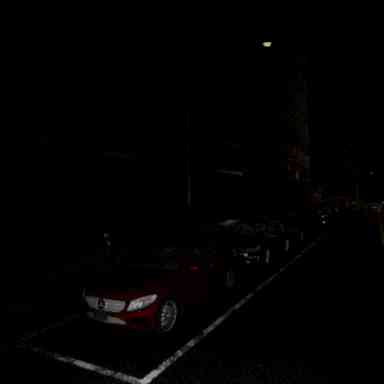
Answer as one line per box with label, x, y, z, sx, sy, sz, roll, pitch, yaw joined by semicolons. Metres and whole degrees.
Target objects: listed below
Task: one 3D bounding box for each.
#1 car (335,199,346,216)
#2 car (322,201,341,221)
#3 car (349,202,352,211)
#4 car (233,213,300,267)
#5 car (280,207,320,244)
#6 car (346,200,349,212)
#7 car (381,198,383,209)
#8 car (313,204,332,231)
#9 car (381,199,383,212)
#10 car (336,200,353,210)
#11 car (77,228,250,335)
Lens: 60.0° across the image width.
car;12.922;1.583;31.149;1.967;1.590;4.097;-1;-1;29
car;10.257;1.682;26.316;2.008;1.369;4.403;-1;-1;29
car;18.256;1.610;40.812;1.967;1.590;4.097;-1;-1;29
car;2.257;1.652;11.821;2.008;1.369;4.403;-1;-1;29
car;4.924;1.655;16.653;1.887;1.381;4.507;-1;-1;29
car;15.508;1.681;35.830;1.752;1.417;4.829;-1;-1;29
car;28.093;1.605;47.482;1.812;1.442;4.674;-1;-1;29
car;7.591;1.686;21.484;1.947;1.339;4.313;-1;-1;29
car;21.826;1.648;36.085;1.895;1.301;4.718;-1;-1;29
car;20.926;1.765;45.642;1.802;1.307;4.206;-1;-1;29
car;-0.410;1.674;6.989;1.802;1.307;4.206;-1;-1;29
